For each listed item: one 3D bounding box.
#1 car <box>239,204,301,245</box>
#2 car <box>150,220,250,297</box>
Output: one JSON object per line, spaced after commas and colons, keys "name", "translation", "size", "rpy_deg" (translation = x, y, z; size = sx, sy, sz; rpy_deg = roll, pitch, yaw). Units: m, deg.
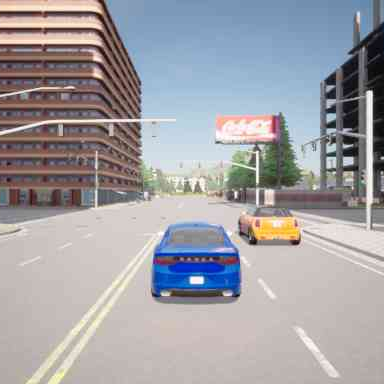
{"name": "car", "translation": [3.472, 1.352, 15.708], "size": [2.097, 1.767, 4.553], "rpy_deg": [0, 0, 0]}
{"name": "car", "translation": [0.084, 1.478, 8.619], "size": [1.882, 1.535, 5.008], "rpy_deg": [0, 0, 0]}
